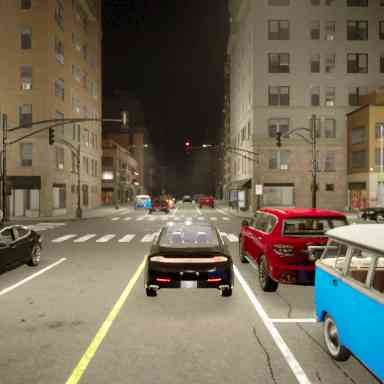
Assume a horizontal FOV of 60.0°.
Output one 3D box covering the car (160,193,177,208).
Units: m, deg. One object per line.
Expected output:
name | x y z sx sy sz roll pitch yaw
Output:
car | -3.529 1.347 45.004 2.097 1.767 4.553 0 0 -1

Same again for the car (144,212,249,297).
car | -0.061 1.491 8.561 2.128 1.511 4.902 0 0 0

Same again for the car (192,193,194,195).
car | 1.650 1.305 67.848 2.192 1.841 5.009 0 0 -1

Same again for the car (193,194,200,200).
car | 1.204 1.423 94.874 1.967 1.590 4.097 0 0 -1

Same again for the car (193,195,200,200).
car | 1.290 1.510 89.639 1.752 1.417 4.829 0 0 -1

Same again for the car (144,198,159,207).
car | -6.187 1.559 51.503 1.947 1.339 4.313 0 0 -1

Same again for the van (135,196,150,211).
van | -6.021 1.337 40.692 1.690 1.788 3.998 0 0 -1

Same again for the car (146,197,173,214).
car | -3.376 1.522 35.226 1.812 1.442 4.674 0 0 1

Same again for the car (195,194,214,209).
car | 2.006 1.309 46.225 2.192 1.841 5.009 0 0 -1

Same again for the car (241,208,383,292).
car | 2.520 1.315 8.858 2.192 1.841 5.009 0 0 -1

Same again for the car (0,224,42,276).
car | -5.504 1.566 8.732 1.947 1.339 4.313 0 0 -1

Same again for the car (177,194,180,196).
car | -3.731 1.540 59.331 2.033 1.411 5.357 0 0 -1

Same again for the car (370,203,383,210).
car | 14.523 1.418 23.921 4.902 1.511 2.128 0 0 -1

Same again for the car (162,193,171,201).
car | -6.766 1.299 89.342 2.192 1.841 5.009 0 0 -1

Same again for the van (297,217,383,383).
van | 2.606 1.341 3.347 1.690 1.788 3.998 0 0 -1

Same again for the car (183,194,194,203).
car | -0.910 1.591 66.505 1.895 1.301 4.718 0 0 -1

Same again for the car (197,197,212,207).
car | 1.917 1.544 51.631 2.008 1.369 4.403 0 0 -1

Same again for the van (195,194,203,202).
van | 1.560 1.330 73.253 1.690 1.788 3.998 0 0 -1

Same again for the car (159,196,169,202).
car | -6.600 1.538 78.531 2.008 1.369 4.403 0 0 -1

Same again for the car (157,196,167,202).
car | -6.515 1.514 72.957 1.752 1.417 4.829 0 0 -1

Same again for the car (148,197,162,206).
car | -6.269 1.537 56.909 1.887 1.381 4.507 0 0 -1

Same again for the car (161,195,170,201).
car | -6.683 1.552 83.937 1.947 1.339 4.313 0 0 -1
